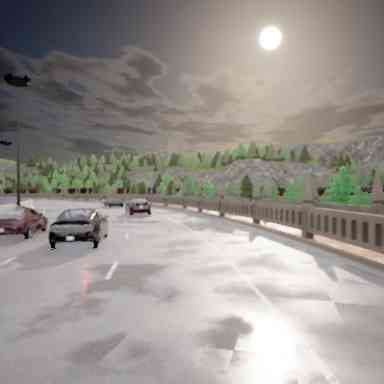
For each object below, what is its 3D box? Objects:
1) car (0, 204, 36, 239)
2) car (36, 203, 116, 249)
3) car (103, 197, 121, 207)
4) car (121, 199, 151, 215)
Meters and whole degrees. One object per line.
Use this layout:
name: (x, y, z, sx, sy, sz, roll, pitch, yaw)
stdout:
car: (-8.635, 1.477, 16.632, 1.812, 1.442, 4.674, 0, 0, -10)
car: (-4.712, 1.437, 14.307, 2.128, 1.511, 4.902, 0, 0, -8)
car: (-10.933, 1.370, 46.030, 1.994, 1.385, 4.181, 0, 0, -27)
car: (-5.176, 1.359, 31.574, 2.163, 1.488, 4.792, 0, 0, -18)
